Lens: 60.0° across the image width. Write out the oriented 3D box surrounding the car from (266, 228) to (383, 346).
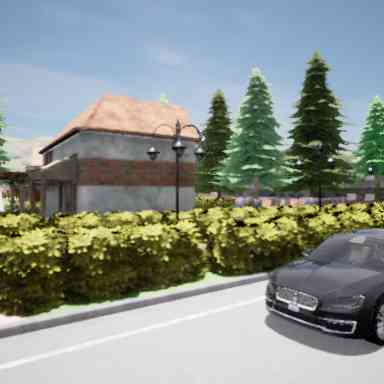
[{"bbox_3d":[3.529,1.530,6.502,4.892,1.490,1.837,0,0,-36],"label":"car"}]
